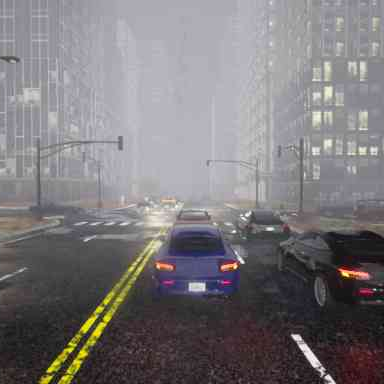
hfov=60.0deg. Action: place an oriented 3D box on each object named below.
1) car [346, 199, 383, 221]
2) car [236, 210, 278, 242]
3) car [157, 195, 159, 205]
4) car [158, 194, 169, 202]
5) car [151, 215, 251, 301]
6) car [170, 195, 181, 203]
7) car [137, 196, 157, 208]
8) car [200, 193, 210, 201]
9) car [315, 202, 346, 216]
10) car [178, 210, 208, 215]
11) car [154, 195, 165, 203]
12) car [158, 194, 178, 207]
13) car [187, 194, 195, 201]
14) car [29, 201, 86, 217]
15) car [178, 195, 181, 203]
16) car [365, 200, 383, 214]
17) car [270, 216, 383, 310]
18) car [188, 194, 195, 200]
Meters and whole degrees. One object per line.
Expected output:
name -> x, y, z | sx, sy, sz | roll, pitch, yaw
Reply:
car -> 16.151, 1.520, 27.967 | 5.009, 1.841, 2.192 | 1, 0, 1
car -> 3.325, 1.555, 16.219 | 1.994, 1.385, 4.181 | 0, 0, -1
car -> -6.687, 1.460, 57.614 | 1.837, 1.490, 4.892 | 0, 0, 0
car -> -6.644, 1.283, 78.141 | 2.097, 1.767, 4.553 | 0, 0, 0
car -> 0.087, 1.522, 8.213 | 1.812, 1.442, 4.674 | 0, 0, 0
car -> -3.378, 1.417, 69.182 | 1.882, 1.535, 5.008 | 0, 0, 0
car -> -6.685, 1.513, 47.876 | 2.033, 1.411, 5.357 | 0, 0, 0
car -> 3.106, 1.143, 78.761 | 2.150, 2.045, 5.566 | 0, 0, 0
car -> 15.040, 1.702, 33.755 | 4.718, 1.301, 1.895 | 0, 1, 1
car -> 0.071, 1.591, 17.380 | 1.895, 1.301, 4.718 | 0, 0, 0
car -> -6.639, 1.447, 67.946 | 1.837, 1.490, 4.892 | 0, 0, 0
car -> -3.433, 1.442, 49.275 | 1.882, 1.535, 5.008 | 0, 0, 0
car -> -0.145, 1.514, 79.172 | 1.895, 1.301, 4.718 | 0, 0, 0
car -> -12.164, 1.522, 30.268 | 4.718, 1.301, 1.895 | 1, 1, 10
car -> -3.435, 1.554, 58.654 | 1.895, 1.301, 4.718 | 0, 0, 0
car -> 21.744, 1.643, 36.263 | 4.829, 1.417, 1.752 | 1, 0, 1
car -> 3.338, 1.522, 7.649 | 1.812, 1.442, 4.674 | 0, 0, 0
car -> -0.164, 1.266, 89.144 | 1.812, 1.442, 4.674 | 0, 0, 0
